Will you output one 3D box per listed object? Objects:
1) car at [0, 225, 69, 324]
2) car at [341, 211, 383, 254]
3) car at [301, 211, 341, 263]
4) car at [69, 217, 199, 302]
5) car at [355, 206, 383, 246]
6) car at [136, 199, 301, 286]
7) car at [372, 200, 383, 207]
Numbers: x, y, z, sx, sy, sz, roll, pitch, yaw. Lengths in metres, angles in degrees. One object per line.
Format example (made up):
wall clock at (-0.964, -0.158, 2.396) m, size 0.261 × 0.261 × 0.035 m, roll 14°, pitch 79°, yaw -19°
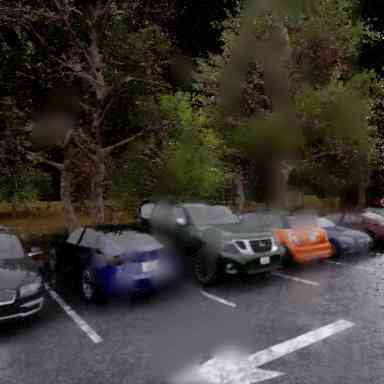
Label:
car at (-4.431, 1.483, 6.907) m, size 2.231 × 1.521 × 4.892 m, roll 0°, pitch 0°, yaw -35°
car at (4.647, 1.595, 13.363) m, size 2.002 × 1.452 × 4.674 m, roll 0°, pitch 0°, yaw -35°
car at (2.398, 1.412, 11.721) m, size 2.185 × 1.767 × 4.553 m, roll 0°, pitch 0°, yaw -35°
car at (-2.177, 1.530, 8.538) m, size 2.163 × 1.488 × 4.792 m, roll 0°, pitch 0°, yaw -35°
car at (6.920, 1.572, 14.971) m, size 2.097 × 1.535 × 5.008 m, roll 0°, pitch 0°, yaw -35°
car at (0.129, 1.269, 10.110) m, size 2.435 × 2.045 × 5.566 m, roll 0°, pitch 0°, yaw -35°
car at (9.205, 1.464, 16.564) m, size 2.185 × 1.767 × 4.553 m, roll 0°, pitch 0°, yaw -35°
